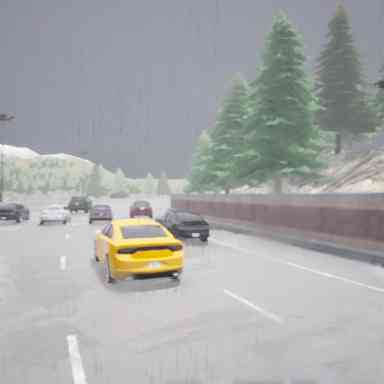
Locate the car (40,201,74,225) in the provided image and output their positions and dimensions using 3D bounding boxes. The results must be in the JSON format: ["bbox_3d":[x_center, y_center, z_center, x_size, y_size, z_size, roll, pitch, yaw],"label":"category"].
[{"bbox_3d":[-10.650,1.725,26.144,1.812,1.442,4.674,0,0,-14],"label":"car"}]

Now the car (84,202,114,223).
[{"bbox_3d":[-7.442,1.779,27.420,2.033,1.411,5.357,0,-1,-14],"label":"car"}]

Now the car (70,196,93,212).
[{"bbox_3d":[-13.504,1.551,40.620,2.150,2.045,5.566,0,0,-8],"label":"car"}]

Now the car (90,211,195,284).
[{"bbox_3d":[-1.808,1.570,10.102,1.882,1.535,5.008,0,0,-22],"label":"car"}]

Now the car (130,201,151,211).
[{"bbox_3d":[-5.146,1.658,33.380,2.097,1.767,4.553,1,-1,-12],"label":"car"}]

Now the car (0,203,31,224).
[{"bbox_3d":[-14.428,1.688,26.797,1.837,1.490,4.892,0,-1,-14],"label":"car"}]

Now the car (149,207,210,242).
[{"bbox_3d":[-0.639,1.673,16.987,1.837,1.490,4.892,0,-1,-19],"label":"car"}]
